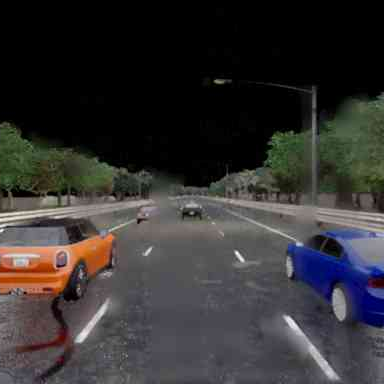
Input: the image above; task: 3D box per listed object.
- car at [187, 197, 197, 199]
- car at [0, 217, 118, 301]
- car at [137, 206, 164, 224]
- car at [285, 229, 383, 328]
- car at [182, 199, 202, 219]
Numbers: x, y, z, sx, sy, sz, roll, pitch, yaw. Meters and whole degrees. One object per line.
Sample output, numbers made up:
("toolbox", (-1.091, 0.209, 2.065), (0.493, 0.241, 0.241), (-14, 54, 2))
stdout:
("car", (0.093, 2.036, 51.715), (1.837, 1.490, 4.892), (0, 0, 0))
("car", (-3.401, 1.442, 8.738), (2.097, 1.767, 4.553), (0, -1, 0))
("car", (-3.404, 1.834, 27.827), (2.033, 1.411, 5.357), (0, -1, 0))
("car", (3.499, 1.554, 7.258), (1.882, 1.535, 5.008), (0, -1, 0))
("car", (-0.006, 1.820, 33.334), (1.882, 1.535, 5.008), (0, 0, 0))
